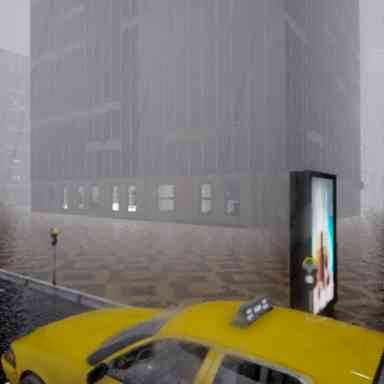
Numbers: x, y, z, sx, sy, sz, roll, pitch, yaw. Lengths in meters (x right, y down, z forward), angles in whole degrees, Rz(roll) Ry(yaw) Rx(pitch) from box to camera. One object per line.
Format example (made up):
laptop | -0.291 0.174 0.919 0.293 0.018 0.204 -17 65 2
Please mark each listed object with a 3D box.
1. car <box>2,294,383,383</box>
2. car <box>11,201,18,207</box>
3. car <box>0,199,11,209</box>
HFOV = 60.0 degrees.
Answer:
car | 0.248 1.521 2.708 4.829 1.417 1.752 0 0 36
car | -30.966 1.775 53.914 1.752 1.417 4.829 -1 -2 35
car | -27.308 1.558 44.658 1.967 1.590 4.097 -2 -2 35
